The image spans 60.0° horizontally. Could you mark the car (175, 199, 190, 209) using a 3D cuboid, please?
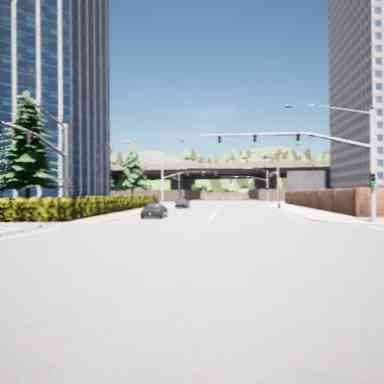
[{"bbox_3d":[-1.357,1.790,50.531,2.033,1.411,5.357,-1,0,7],"label":"car"}]

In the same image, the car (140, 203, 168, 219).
[{"bbox_3d":[-3.486,1.742,31.244,1.994,1.385,4.181,-1,0,6],"label":"car"}]
